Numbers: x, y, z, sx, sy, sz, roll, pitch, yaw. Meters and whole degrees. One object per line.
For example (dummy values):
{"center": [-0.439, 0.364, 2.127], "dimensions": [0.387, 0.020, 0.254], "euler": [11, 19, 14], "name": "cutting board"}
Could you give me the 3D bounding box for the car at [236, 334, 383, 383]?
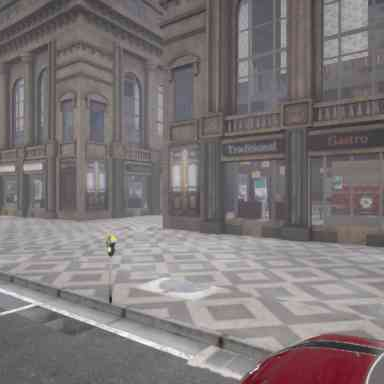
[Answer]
{"center": [1.966, 1.440, 1.554], "dimensions": [4.097, 1.590, 1.967], "euler": [0, 0, 36], "name": "car"}
